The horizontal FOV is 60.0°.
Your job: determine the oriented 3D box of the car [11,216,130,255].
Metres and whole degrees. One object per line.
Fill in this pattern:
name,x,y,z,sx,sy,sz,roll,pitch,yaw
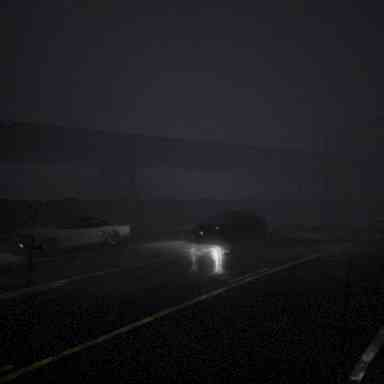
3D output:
car,-5.130,1.770,14.536,1.895,1.301,4.718,-1,-1,42

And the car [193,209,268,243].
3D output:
car,2.092,1.631,17.059,4.674,1.442,1.812,0,-1,-45
